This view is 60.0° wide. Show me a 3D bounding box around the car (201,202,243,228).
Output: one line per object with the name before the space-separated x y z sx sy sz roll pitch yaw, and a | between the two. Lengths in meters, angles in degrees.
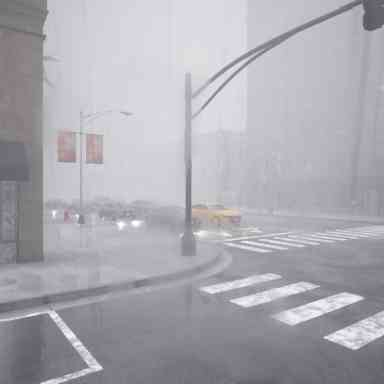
car | 1.298 1.451 22.518 1.882 1.535 5.008 0 0 -35

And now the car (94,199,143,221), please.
car | -6.131 1.529 27.253 1.994 1.385 4.181 0 0 -37

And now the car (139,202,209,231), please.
car | -1.210 1.542 20.437 1.994 1.385 4.181 0 0 -36

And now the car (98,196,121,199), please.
car | -10.241 1.295 38.540 2.097 1.767 4.553 0 0 -36

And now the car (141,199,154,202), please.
car | -4.252 1.464 30.216 1.837 1.490 4.892 0 0 -36

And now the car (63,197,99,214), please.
car | -11.757 1.476 35.088 1.812 1.442 4.674 0 0 -36

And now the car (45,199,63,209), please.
car | -17.835 1.536 43.576 1.895 1.301 4.718 0 0 -35

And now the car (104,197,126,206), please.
car | -12.260 1.479 52.778 1.994 1.385 4.181 0 0 -36
